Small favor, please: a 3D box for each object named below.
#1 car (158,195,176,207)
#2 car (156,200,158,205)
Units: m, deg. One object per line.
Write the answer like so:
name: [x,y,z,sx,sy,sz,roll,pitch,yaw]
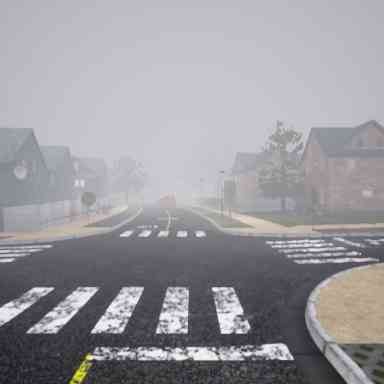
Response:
car: [-4.089,1.594,57.655,2.150,2.045,5.566,0,-1,-10]
car: [-6.201,1.992,67.996,1.882,1.535,5.008,0,-1,-14]
